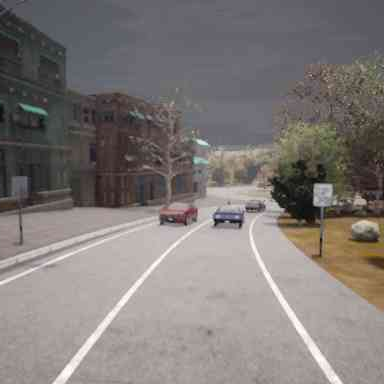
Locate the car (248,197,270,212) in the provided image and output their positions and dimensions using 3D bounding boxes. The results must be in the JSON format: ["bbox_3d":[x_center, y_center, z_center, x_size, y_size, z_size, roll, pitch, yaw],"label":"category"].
[{"bbox_3d":[7.823,1.688,40.796,2.033,1.411,5.357,2,0,21],"label":"car"}]

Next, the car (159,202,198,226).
[{"bbox_3d":[-0.819,1.409,23.010,1.882,1.535,5.008,1,0,12],"label":"car"}]

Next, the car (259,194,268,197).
[{"bbox_3d":[13.489,1.167,61.001,2.097,1.767,4.553,3,3,28],"label":"car"}]

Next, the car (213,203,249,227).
[{"bbox_3d":[2.683,1.607,23.093,1.895,1.301,4.718,1,0,12],"label":"car"}]
